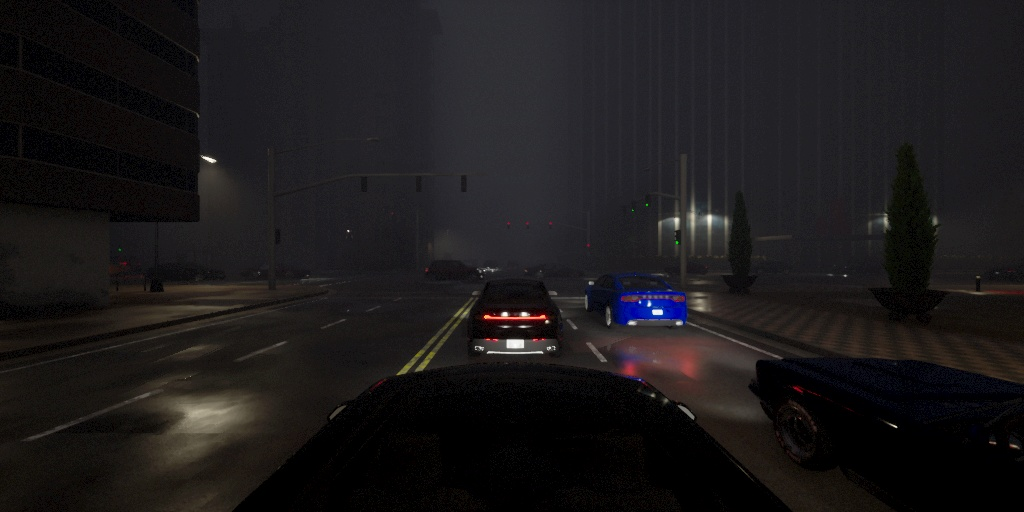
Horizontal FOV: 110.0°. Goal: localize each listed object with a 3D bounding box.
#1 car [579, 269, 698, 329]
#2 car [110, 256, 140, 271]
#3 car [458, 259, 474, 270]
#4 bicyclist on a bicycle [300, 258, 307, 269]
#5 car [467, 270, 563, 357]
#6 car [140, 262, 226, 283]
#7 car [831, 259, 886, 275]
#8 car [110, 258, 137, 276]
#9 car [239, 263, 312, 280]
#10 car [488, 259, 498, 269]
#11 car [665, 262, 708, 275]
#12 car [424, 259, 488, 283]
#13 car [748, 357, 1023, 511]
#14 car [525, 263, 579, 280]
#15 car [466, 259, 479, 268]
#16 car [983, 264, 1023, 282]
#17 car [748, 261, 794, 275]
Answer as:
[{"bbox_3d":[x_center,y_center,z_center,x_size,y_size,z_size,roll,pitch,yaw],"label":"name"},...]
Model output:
[{"bbox_3d":[3.575,1.228,11.237,1.882,1.535,5.008,0,0,0],"label":"car"},{"bbox_3d":[-42.679,0.971,37.953,5.566,2.045,2.150,0,0,1],"label":"car"},{"bbox_3d":[-7.089,1.276,55.284,1.812,1.442,4.674,0,0,0],"label":"car"},{"bbox_3d":[-26.419,1.051,45.426,0.582,1.620,1.656,0,0,-1],"label":"bicyclist on a bicycle"},{"bbox_3d":[0.062,1.255,8.549,1.837,1.490,4.892,0,0,0],"label":"car"},{"bbox_3d":[-24.814,1.227,27.461,5.008,1.535,1.882,0,0,-1],"label":"car"},{"bbox_3d":[37.392,1.102,38.774,4.553,1.767,2.097,0,0,0],"label":"car"},{"bbox_3d":[-39.823,1.228,34.505,5.008,1.535,1.882,0,0,-1],"label":"car"},{"bbox_3d":[-20.353,1.297,31.003,5.357,1.411,2.033,0,0,-1],"label":"car"},{"bbox_3d":[-3.589,1.314,57.154,1.994,1.385,4.181,0,0,0],"label":"car"},{"bbox_3d":[18.707,1.314,38.597,4.181,1.385,1.994,0,0,-1],"label":"car"},{"bbox_3d":[-4.350,1.102,27.663,4.553,1.767,2.097,0,0,-1],"label":"car"},{"bbox_3d":[3.601,1.351,1.892,1.895,1.301,4.718,0,0,0],"label":"car"},{"bbox_3d":[3.643,1.297,31.244,5.357,1.411,2.033,0,0,-1],"label":"car"},{"bbox_3d":[-7.060,1.255,64.541,1.837,1.490,4.892,0,0,0],"label":"car"},{"bbox_3d":[40.015,1.314,28.112,4.181,1.385,1.994,0,0,-1],"label":"car"},{"bbox_3d":[27.559,1.255,38.686,4.892,1.490,1.837,0,0,-1],"label":"car"}]
